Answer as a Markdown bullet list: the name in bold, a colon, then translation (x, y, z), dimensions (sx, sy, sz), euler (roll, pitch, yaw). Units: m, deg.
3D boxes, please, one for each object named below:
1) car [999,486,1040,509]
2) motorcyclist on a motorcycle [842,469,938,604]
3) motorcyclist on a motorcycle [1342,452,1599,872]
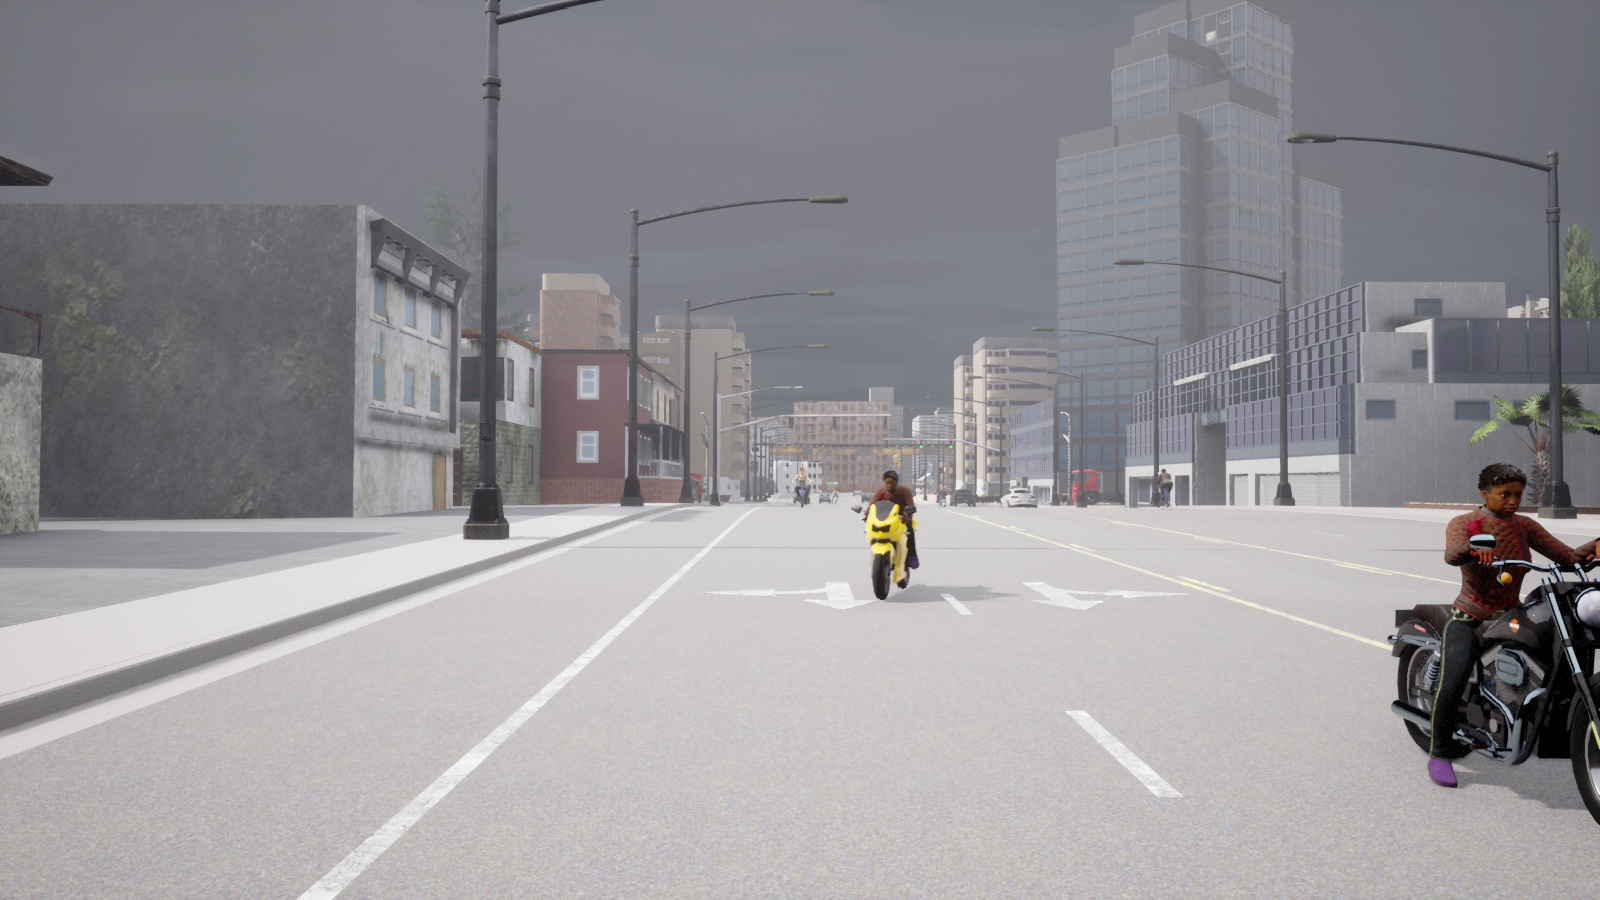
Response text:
- **car**: translation (14.140, 3.099, 81.209), dimensions (1.812, 1.442, 4.674), euler (0, -3, 0)
- **motorcyclist on a motorcycle**: translation (1.130, 0.994, 15.325), dimensions (0.797, 1.523, 2.044), euler (0, -1, 15)
- **motorcyclist on a motorcycle**: translation (3.520, 0.843, 6.085), dimensions (0.766, 1.649, 2.350), euler (0, -1, 0)
